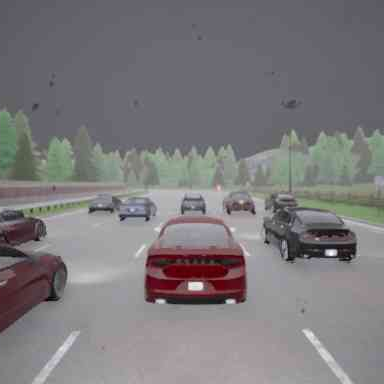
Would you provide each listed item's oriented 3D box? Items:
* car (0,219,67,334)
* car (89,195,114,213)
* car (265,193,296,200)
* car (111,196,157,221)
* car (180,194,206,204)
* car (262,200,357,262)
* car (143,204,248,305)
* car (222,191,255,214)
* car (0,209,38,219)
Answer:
[{"bbox_3d":[-3.444,1.408,4.828,1.812,1.442,4.674,0,1,0],"label":"car"},{"bbox_3d":[-6.900,0.920,27.023,1.994,1.385,4.181,0,1,0],"label":"car"},{"bbox_3d":[7.099,0.865,26.830,1.837,1.490,4.892,0,1,0],"label":"car"},{"bbox_3d":[-3.425,1.031,21.662,2.033,1.411,5.357,0,1,0],"label":"car"},{"bbox_3d":[0.098,0.859,26.541,2.128,1.511,4.902,0,1,0],"label":"car"},{"bbox_3d":[3.588,1.243,10.964,1.837,1.490,4.892,0,2,0],"label":"car"},{"bbox_3d":[0.075,1.289,7.815,1.882,1.535,5.008,0,2,0],"label":"car"},{"bbox_3d":[3.597,0.726,26.271,2.097,1.767,4.553,0,1,0],"label":"car"},{"bbox_3d":[-6.909,1.281,11.810,1.994,1.385,4.181,0,1,0],"label":"car"}]
